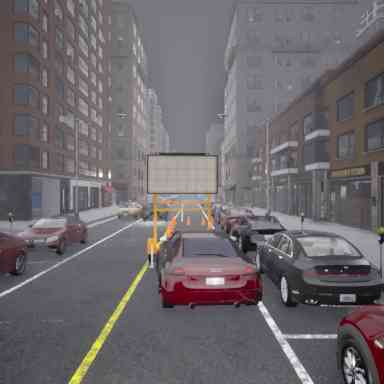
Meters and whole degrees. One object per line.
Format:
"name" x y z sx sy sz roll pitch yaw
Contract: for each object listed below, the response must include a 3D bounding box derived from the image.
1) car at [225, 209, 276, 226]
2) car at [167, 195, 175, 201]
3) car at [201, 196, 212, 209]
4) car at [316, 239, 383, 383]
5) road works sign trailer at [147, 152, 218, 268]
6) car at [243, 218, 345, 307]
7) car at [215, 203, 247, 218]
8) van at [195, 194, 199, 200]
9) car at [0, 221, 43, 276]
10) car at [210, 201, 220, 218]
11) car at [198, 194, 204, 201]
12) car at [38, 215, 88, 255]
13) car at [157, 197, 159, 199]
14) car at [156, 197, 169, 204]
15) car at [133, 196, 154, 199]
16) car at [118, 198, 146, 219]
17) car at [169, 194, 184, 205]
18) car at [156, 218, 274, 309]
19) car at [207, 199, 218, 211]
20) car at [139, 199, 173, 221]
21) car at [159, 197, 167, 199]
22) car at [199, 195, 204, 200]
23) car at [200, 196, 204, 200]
"car" 2.608 1.570 13.302 1.947 1.339 4.313 0 0 0
"car" -5.581 1.609 90.027 2.008 1.369 4.403 0 0 0
"car" 2.549 1.574 40.897 2.008 1.369 4.403 0 0 0
"car" 2.632 1.440 2.265 1.967 1.590 4.097 0 0 0
"road works sign trailer" -0.340 0.467 11.394 2.380 3.560 2.880 0 0 -6
"car" 2.620 1.552 7.784 2.008 1.369 4.403 0 0 0
"car" 2.596 1.552 18.821 1.887 1.381 4.507 0 0 0
"van" 2.444 1.399 90.053 1.690 1.788 3.998 0 0 0
"car" -5.405 1.583 7.763 1.802 1.307 4.206 0 0 0
"car" 2.584 1.562 24.340 2.008 1.369 4.403 0 0 0
"car" 2.514 1.476 57.453 1.967 1.590 4.097 0 0 0
"car" -5.417 1.585 13.281 1.802 1.307 4.206 0 0 0
"car" -5.476 1.605 40.872 1.802 1.307 4.206 0 0 0
"car" -5.523 1.590 62.946 2.008 1.369 4.403 0 0 0
"car" -5.464 1.334 35.354 2.192 1.841 5.009 0 0 0
"car" -5.448 1.540 29.668 1.752 1.417 4.829 0 0 0
"car" -2.875 1.585 60.170 2.033 1.411 5.357 0 0 0
"car" 0.192 1.558 7.931 1.994 1.385 4.181 1 0 -6
"car" 2.573 1.597 29.859 1.802 1.307 4.206 0 0 0
"car" -2.908 1.577 27.578 1.994 1.385 4.181 0 0 0
"car" -5.500 1.472 51.910 1.967 1.590 4.097 0 0 0
"car" 2.525 1.614 51.934 1.802 1.307 4.206 0 0 0
"car" 2.537 1.578 46.415 2.008 1.369 4.403 0 0 0
